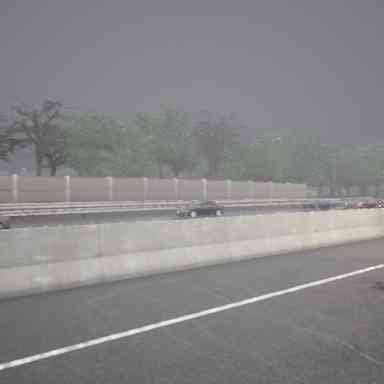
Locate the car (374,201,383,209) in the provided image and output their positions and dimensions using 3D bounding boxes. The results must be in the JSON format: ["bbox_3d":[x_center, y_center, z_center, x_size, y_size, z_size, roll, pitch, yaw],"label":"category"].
[{"bbox_3d":[22.849,1.637,37.248,4.718,1.301,1.895,0,0,-35],"label":"car"}]

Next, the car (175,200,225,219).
[{"bbox_3d":[0.744,1.507,29.378,4.892,1.490,1.837,0,0,-38],"label":"car"}]

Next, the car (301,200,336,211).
[{"bbox_3d":[15.450,1.627,40.569,4.718,1.301,1.895,0,0,-36],"label":"car"}]

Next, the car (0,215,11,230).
[{"bbox_3d":[-11.720,1.563,17.124,4.181,1.385,1.994,0,0,-35],"label":"car"}]

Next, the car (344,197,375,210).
[{"bbox_3d":[20.207,1.385,39.666,4.553,1.767,2.097,0,0,-35],"label":"car"}]
